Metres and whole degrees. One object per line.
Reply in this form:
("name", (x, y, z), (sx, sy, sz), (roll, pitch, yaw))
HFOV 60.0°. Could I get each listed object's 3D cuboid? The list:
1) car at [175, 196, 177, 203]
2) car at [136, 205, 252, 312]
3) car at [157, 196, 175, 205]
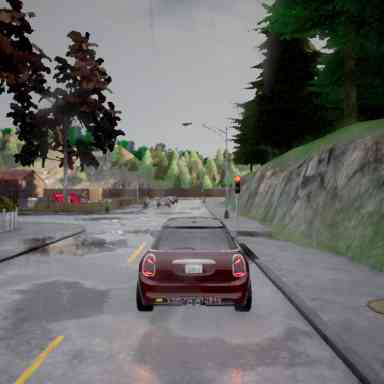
("car", (-4.064, 1.526, 59.090), (1.812, 1.442, 4.674), (0, 0, 0))
("car", (0.055, 1.352, 7.891), (2.097, 1.767, 4.553), (0, 0, 1))
("car", (-4.087, 1.491, 49.060), (2.128, 1.511, 4.902), (0, 0, 0))
